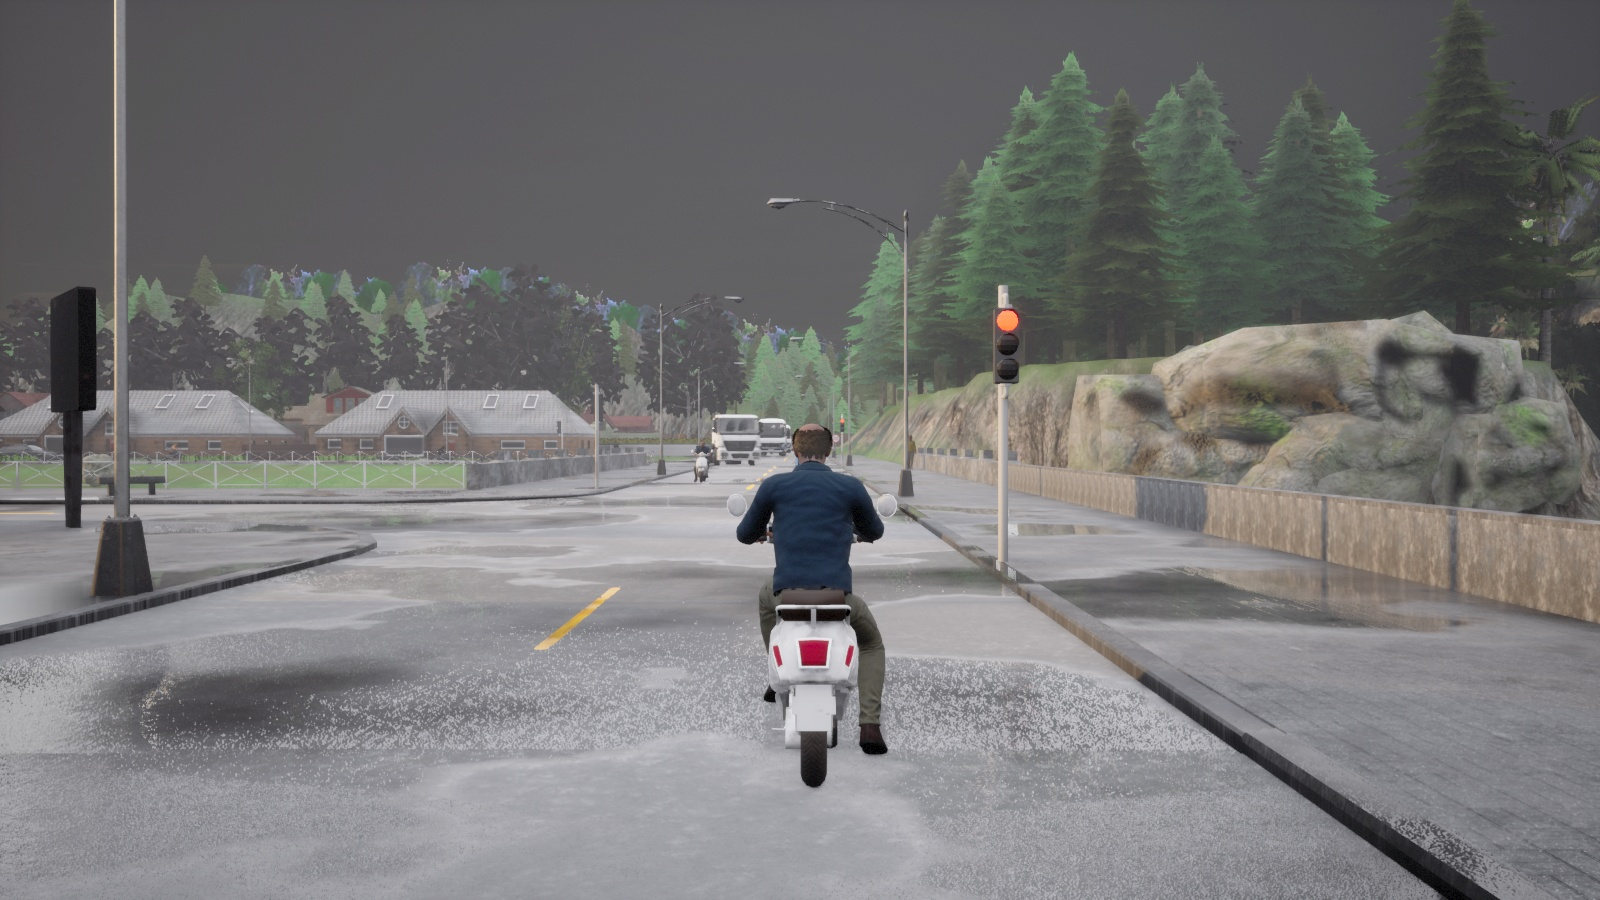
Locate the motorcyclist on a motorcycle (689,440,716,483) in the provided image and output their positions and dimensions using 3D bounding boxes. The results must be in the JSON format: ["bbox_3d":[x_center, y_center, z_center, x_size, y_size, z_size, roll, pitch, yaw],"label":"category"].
[{"bbox_3d":[-3.717,0.426,48.000,0.866,1.590,1.817,0,0,0],"label":"motorcyclist on a motorcycle"}]

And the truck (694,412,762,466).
[{"bbox_3d":[-4.923,-0.716,84.062,2.891,3.462,7.936,0,0,-16],"label":"truck"}]

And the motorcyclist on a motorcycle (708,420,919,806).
[{"bbox_3d":[0.059,0.666,6.070,0.866,1.590,1.817,0,0,0],"label":"motorcyclist on a motorcycle"}]

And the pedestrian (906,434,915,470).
[{"bbox_3d":[5.696,0.096,64.588,0.370,1.835,0.726,0,0,-3],"label":"pedestrian"}]
